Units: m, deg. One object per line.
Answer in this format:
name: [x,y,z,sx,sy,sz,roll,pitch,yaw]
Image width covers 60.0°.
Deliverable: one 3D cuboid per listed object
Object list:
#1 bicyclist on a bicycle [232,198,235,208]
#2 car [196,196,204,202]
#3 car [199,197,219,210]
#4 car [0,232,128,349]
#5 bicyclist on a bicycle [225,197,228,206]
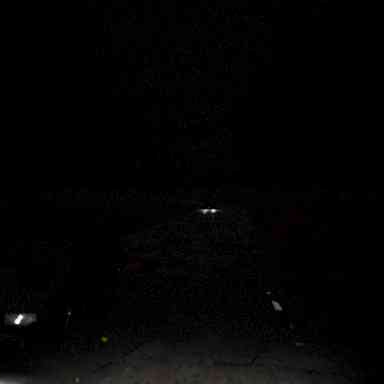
bicyclist on a bicycle: [6.545,1.714,52.639,0.582,1.620,1.656,0,0,1]
car: [2.542,1.755,82.447,1.812,1.442,4.674,0,0,-16]
car: [2.514,1.786,48.693,2.033,1.411,5.357,0,0,4]
car: [-2.797,1.589,6.942,2.033,1.411,5.357,0,0,4]
bicyclist on a bicycle: [6.404,1.728,61.073,0.582,1.620,1.656,0,0,-3]
